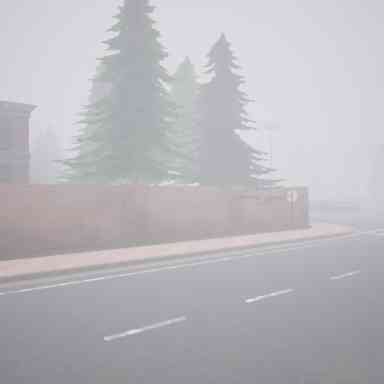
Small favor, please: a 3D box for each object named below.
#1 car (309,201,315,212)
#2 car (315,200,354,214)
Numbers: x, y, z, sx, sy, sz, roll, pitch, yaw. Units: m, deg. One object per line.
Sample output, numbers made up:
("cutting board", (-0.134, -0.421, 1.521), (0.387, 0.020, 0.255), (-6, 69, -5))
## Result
("car", (10.572, 1.505, 36.562), (1.837, 1.490, 4.892), (0, 0, -35))
("car", (14.833, 1.547, 36.600), (2.033, 1.411, 5.357), (0, 0, -35))
